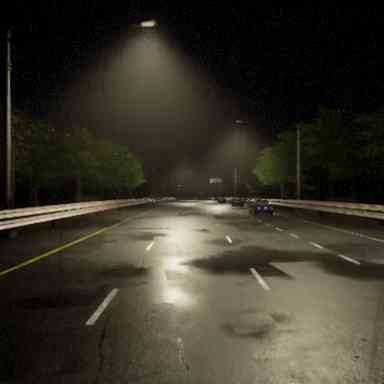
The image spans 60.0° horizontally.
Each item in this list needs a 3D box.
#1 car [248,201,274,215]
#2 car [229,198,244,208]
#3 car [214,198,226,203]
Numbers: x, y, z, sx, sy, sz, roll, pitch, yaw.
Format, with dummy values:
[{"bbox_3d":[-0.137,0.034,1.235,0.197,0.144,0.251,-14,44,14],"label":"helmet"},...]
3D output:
[{"bbox_3d":[7.054,1.606,34.408,2.033,1.411,5.357,0,0,0],"label":"car"},{"bbox_3d":[7.137,1.697,53.437,2.128,1.511,4.902,0,-1,0],"label":"car"},{"bbox_3d":[7.347,2.133,83.008,1.994,1.385,4.181,0,-1,1],"label":"car"}]
